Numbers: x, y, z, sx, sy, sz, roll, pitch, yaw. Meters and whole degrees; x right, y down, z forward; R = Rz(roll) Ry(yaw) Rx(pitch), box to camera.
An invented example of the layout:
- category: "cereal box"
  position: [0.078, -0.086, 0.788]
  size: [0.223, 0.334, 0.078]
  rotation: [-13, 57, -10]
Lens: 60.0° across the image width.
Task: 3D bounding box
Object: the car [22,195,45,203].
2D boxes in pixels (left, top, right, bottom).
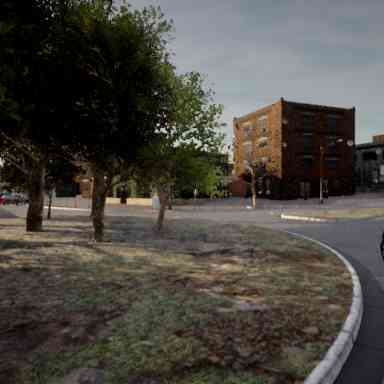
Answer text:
- category: "car"
  position: [-30.115, 1.388, 62.226]
  size: [4.792, 1.488, 2.163]
  rotation: [0, 0, -36]

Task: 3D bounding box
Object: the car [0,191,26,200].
- category: "car"
  position: [-43.166, 0.865, 80.075]
  size: [5.566, 2.045, 2.435]
  rotation: [0, 1, -36]

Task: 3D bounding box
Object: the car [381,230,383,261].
- category: "car"
  position: [6.432, 1.234, 8.319]
  size: [2.150, 2.045, 5.566]
  rotation: [0, 0, 20]

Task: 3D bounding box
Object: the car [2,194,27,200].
- category: "car"
  position: [-41.541, 1.154, 77.826]
  size: [4.892, 1.521, 2.231]
  rotation: [0, 1, -36]

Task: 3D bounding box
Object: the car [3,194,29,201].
- category: "car"
  position: [-39.978, 1.187, 75.681]
  size: [5.008, 1.535, 2.097]
  rotation: [0, 1, -36]

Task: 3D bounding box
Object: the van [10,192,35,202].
- category: "van"
  position: [-35.126, 1.065, 68.894]
  size: [4.442, 1.987, 1.878]
  rotation: [0, 1, -36]

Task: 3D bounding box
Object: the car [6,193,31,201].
- category: "car"
  position: [-38.227, 1.100, 73.362]
  size: [4.553, 1.767, 2.185]
  rotation: [0, 1, -36]

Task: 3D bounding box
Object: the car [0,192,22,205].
- category: "car"
  position: [-30.389, 1.264, 55.216]
  size: [2.097, 1.767, 4.553]
  rotation: [0, 0, -39]
